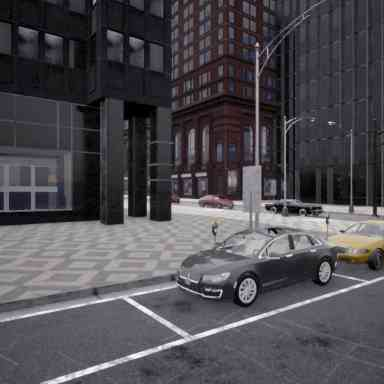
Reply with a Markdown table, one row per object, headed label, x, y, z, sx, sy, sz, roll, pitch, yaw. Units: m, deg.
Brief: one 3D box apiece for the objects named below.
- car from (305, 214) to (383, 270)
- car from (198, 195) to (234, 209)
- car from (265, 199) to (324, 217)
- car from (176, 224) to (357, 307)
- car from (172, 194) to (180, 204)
| label | x | y | z | sx | sy | sz | roll | pitch | yaw |
| --- | --- | --- | --- | --- | --- | --- | --- | --- | --- |
| car | 6.029 | 1.526 | 10.983 | 4.829 | 1.417 | 1.752 | 0 | 0 | -36 |
| car | 2.520 | 1.032 | 35.691 | 1.812 | 1.442 | 4.674 | 0 | 1 | -36 |
| car | 8.412 | 1.293 | 27.571 | 1.895 | 1.301 | 4.718 | 0 | 1 | -36 |
| car | 1.688 | 1.551 | 7.869 | 4.403 | 1.369 | 2.008 | 0 | 0 | -36 |
| car | -3.441 | 0.803 | 43.925 | 1.882 | 1.535 | 5.008 | 0 | 1 | -36 |
